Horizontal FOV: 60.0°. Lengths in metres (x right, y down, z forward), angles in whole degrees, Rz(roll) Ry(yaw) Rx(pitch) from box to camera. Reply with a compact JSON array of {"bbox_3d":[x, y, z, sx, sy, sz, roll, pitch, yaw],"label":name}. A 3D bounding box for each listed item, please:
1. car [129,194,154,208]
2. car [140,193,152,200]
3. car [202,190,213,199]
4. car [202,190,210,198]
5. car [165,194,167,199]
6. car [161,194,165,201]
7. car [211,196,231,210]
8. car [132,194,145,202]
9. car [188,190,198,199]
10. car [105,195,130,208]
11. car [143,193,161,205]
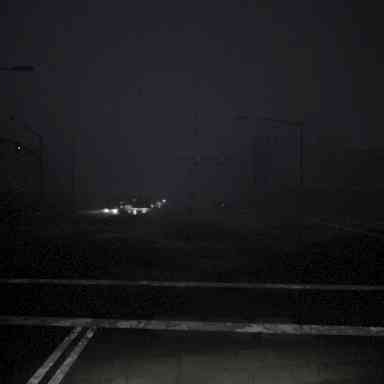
[{"bbox_3d":[-6.917,1.431,45.984,1.994,1.385,4.181,0,1,1],"label":"car"},{"bbox_3d":[-10.320,0.948,75.135,2.033,1.411,5.357,0,1,0],"label":"car"},{"bbox_3d":[3.685,0.599,76.789,2.150,2.045,5.566,0,1,0],"label":"car"},{"bbox_3d":[3.711,0.498,88.084,2.097,1.767,4.553,0,1,0],"label":"car"},{"bbox_3d":[-6.820,1.003,75.141,1.895,1.301,4.718,0,1,0],"label":"car"},{"bbox_3d":[-6.846,1.210,64.793,1.895,1.301,4.718,0,1,0],"label":"car"},{"bbox_3d":[3.704,1.482,41.176,1.994,1.385,4.181,0,1,0],"label":"car"},{"bbox_3d":[-10.346,1.179,64.516,1.994,1.385,4.181,0,1,0],"label":"car"},{"bbox_3d":[0.183,0.604,76.548,2.150,2.045,5.566,0,1,0],"label":"car"},{"bbox_3d":[-10.419,1.369,45.371,2.128,1.511,4.902,0,1,1],"label":"car"},{"bbox_3d":[-6.872,1.305,55.215,2.033,1.411,5.357,0,1,0],"label":"car"}]
